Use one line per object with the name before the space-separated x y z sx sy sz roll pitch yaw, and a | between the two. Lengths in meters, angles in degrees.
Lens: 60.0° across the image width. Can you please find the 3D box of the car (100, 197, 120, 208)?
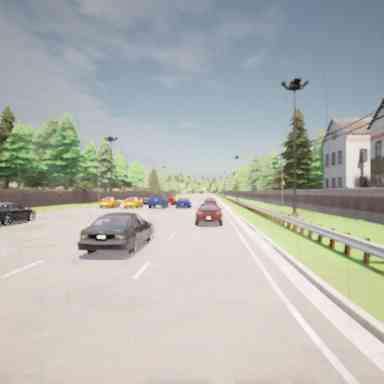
car | -11.579 1.456 47.363 1.882 1.535 5.008 0 0 3

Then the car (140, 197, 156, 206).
car | -7.540 1.549 56.961 1.994 1.385 4.181 0 0 3

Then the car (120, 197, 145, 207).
car | -8.124 1.462 46.557 1.882 1.535 5.008 0 0 3

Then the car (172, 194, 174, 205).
car | -4.043 1.213 56.795 2.150 2.045 5.566 0 0 3

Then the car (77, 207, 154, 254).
car | -2.865 1.542 13.543 2.033 1.411 5.357 0 0 3

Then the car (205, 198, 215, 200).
car | 2.570 1.529 48.035 1.812 1.442 4.674 0 0 3

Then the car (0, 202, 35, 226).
car | -12.841 1.480 23.168 1.837 1.490 4.892 0 0 3

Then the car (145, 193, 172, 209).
car | -4.627 1.212 46.391 2.150 2.045 5.566 0 0 3

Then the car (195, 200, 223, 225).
car | 1.218 1.528 23.842 1.812 1.442 4.674 0 0 3

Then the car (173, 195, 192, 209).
car | -1.135 1.474 46.165 1.882 1.535 5.008 0 0 3
